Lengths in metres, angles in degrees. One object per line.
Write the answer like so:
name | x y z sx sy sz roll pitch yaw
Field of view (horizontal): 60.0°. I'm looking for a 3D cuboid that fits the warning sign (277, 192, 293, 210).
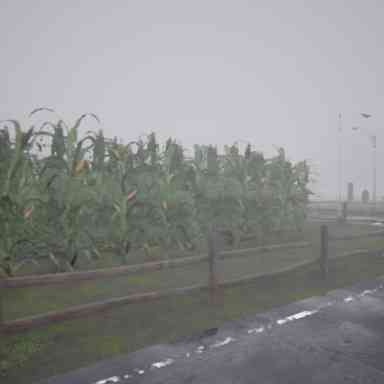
warning sign | 10.242 0.978 36.567 1.300 1.860 1.060 -1 0 -36
